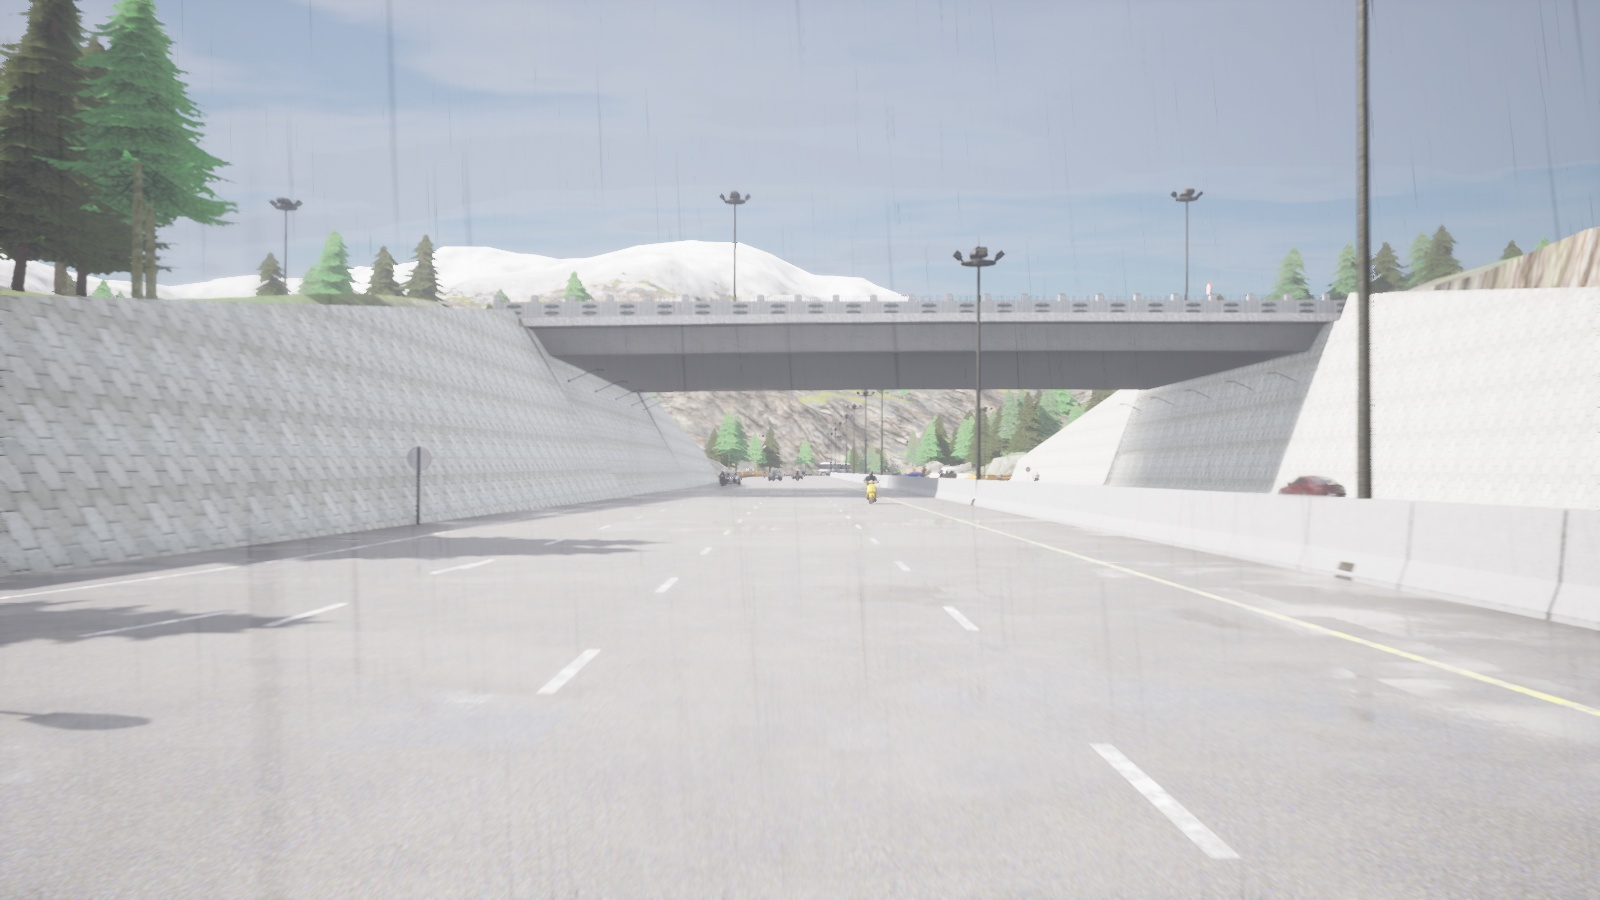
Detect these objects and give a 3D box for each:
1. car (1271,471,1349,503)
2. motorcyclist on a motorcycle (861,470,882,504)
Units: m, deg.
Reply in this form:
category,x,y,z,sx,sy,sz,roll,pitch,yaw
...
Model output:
category,x,y,z,sx,sy,sz,roll,pitch,yaw
car,24.354,1.746,60.166,1.812,1.442,4.674,0,-1,0
motorcyclist on a motorcycle,3.357,1.740,59.055,0.866,1.590,1.817,0,-1,0
